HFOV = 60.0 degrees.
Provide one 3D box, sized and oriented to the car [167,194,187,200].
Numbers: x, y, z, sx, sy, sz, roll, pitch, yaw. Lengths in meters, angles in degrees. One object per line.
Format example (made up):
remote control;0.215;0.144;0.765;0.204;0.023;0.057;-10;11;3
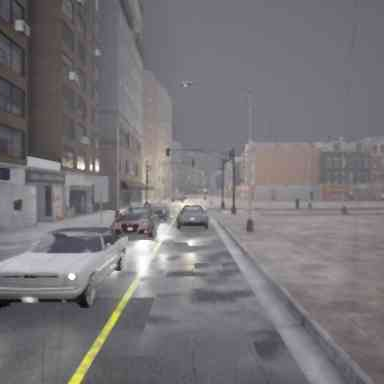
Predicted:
car;-3.594;1.272;81.380;4.674;1.442;1.812;0;0;34

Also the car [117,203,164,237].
car;-2.823;1.499;17.303;1.994;1.385;4.181;0;0;1

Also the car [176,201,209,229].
car;0.042;1.486;20.950;1.994;1.385;4.181;0;0;0

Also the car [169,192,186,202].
car;-2.797;1.010;62.897;2.150;2.045;5.566;0;0;0

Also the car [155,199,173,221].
car;-2.761;1.504;26.363;1.895;1.301;4.718;0;0;0

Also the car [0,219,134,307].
car;-2.851;1.570;8.035;1.895;1.301;4.718;0;0;0
